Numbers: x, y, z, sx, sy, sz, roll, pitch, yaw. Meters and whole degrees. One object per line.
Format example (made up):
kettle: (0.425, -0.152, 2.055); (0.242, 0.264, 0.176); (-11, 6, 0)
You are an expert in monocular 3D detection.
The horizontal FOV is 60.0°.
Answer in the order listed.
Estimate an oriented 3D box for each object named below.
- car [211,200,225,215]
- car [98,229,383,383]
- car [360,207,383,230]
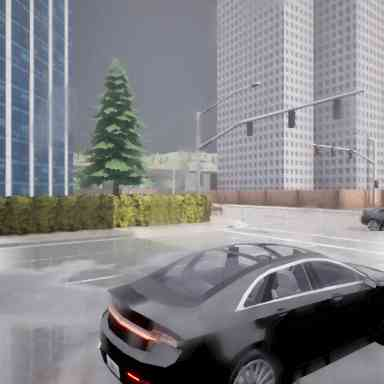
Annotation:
car: (1.194, 1.352, 32.870); (2.097, 1.767, 4.553); (0, 0, -35)
car: (1.207, 1.492, 4.667); (4.902, 1.511, 2.128); (0, 0, -35)
car: (11.710, 1.492, 17.942); (2.128, 1.511, 4.902); (0, 0, -35)
